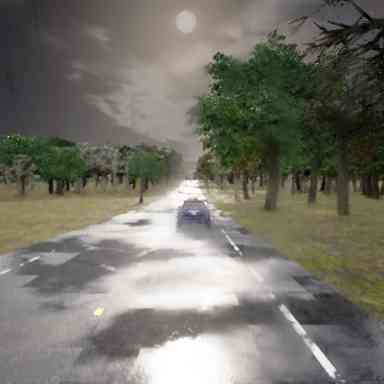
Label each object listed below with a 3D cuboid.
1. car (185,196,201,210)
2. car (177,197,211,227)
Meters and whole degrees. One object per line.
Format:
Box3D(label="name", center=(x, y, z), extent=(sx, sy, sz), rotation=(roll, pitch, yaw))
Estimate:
Box3D(label="car", center=(0.121, 1.370, 42.235), extent=(1.882, 1.535, 5.008), rotation=(0, 0, 0))
Box3D(label="car", center=(0.112, 1.313, 22.349), extent=(2.097, 1.767, 4.553), rotation=(0, 0, 0))
